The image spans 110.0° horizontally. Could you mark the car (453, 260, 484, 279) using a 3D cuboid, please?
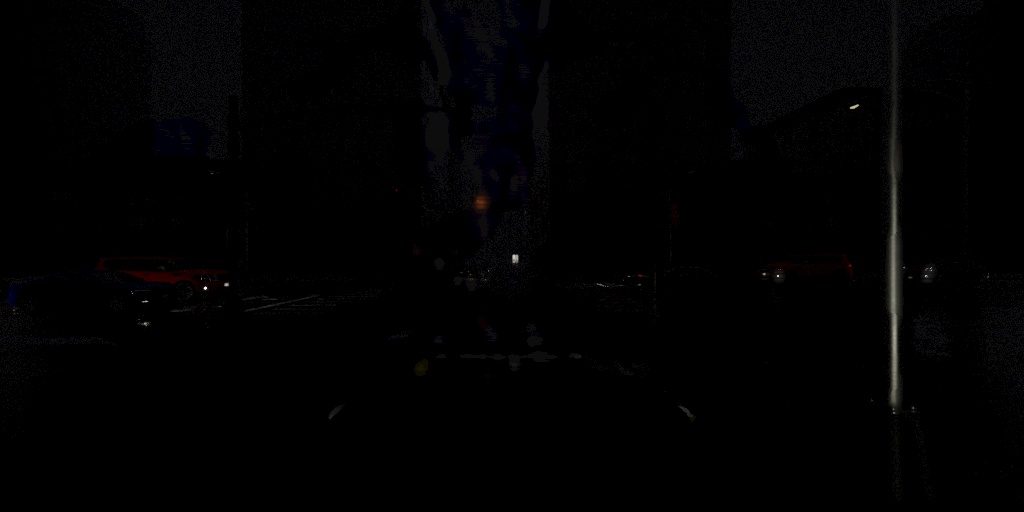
[{"bbox_3d":[-4.051,1.268,32.754,1.837,1.490,4.892,0,0,3],"label":"car"}]

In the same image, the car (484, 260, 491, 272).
[{"bbox_3d":[-4.213,1.271,46.987,2.128,1.511,4.902,0,0,-2],"label":"car"}]

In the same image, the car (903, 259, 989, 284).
[{"bbox_3d":[30.086,0.981,25.070,4.553,1.767,2.097,0,0,-2],"label":"car"}]

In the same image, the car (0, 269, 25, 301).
[{"bbox_3d":[-26.265,1.368,16.663,4.674,1.442,1.812,0,0,-1],"label":"car"}]

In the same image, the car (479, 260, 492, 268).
[{"bbox_3d":[-4.628,1.396,62.999,1.895,1.301,4.718,0,0,-1],"label":"car"}]

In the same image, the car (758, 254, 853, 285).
[{"bbox_3d":[20.193,0.883,24.778,5.566,2.045,2.150,0,0,-2],"label":"car"}]

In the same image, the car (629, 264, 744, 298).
[{"bbox_3d":[8.716,1.194,17.720,4.902,1.511,2.128,0,0,0],"label":"car"}]

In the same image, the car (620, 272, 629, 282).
[{"bbox_3d":[10.235,1.243,24.477,5.357,1.411,2.033,0,0,-2],"label":"car"}]

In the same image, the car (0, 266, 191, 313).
[{"bbox_3d":[-15.784,1.281,13.733,5.008,1.535,1.882,0,0,-2],"label":"car"}]

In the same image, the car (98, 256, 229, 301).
[{"bbox_3d":[-16.343,1.027,16.968,5.566,2.045,2.150,0,0,-2],"label":"car"}]
